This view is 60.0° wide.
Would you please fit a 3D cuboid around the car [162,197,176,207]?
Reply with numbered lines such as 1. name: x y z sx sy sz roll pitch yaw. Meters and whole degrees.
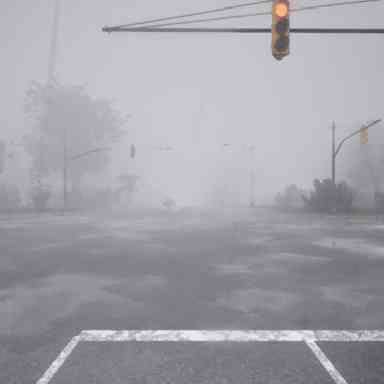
1. car: -3.499 1.590 51.189 1.837 1.490 4.892 0 -2 0
